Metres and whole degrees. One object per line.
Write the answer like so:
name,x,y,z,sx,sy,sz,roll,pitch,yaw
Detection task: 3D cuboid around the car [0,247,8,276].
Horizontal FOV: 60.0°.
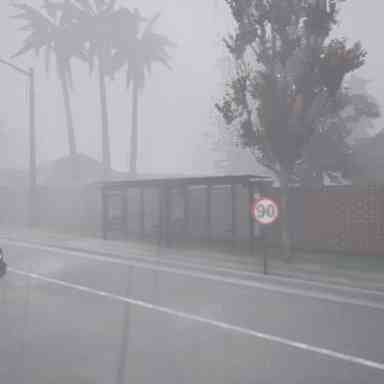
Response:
car,-6.998,1.600,8.886,5.357,1.411,2.033,0,0,36
